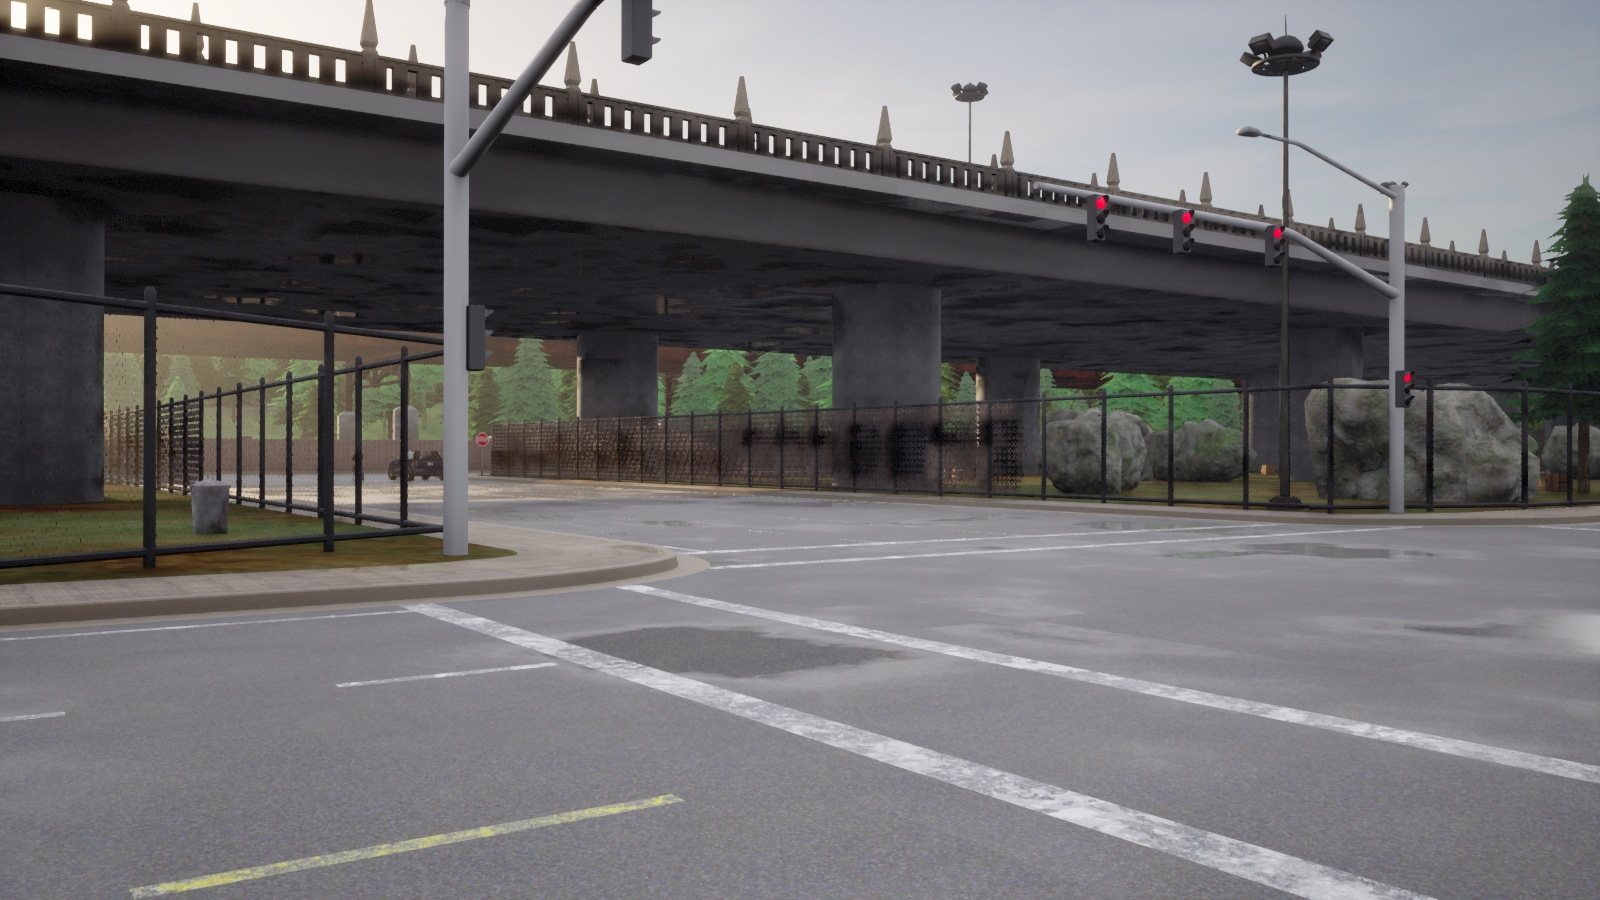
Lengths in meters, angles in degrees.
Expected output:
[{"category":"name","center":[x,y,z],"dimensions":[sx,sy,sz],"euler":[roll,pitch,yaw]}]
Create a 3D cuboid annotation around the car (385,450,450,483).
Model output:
[{"category":"car","center":[-21.011,0.872,68.921],"dimensions":[2.097,1.767,4.553],"euler":[0,0,-35]}]
